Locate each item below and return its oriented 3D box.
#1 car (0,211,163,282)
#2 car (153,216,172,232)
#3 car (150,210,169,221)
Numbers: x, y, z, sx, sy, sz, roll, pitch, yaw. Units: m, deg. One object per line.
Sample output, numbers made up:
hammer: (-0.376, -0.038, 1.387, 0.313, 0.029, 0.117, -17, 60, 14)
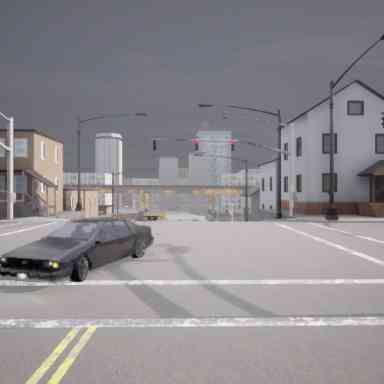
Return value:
car: (-3.011, 1.526, 10.116, 2.033, 1.411, 5.357, 0, 0, 20)
car: (-3.790, 4.235, 43.744, 2.128, 1.511, 4.902, 0, -13, -1)
car: (-3.680, 2.536, 33.521, 1.882, 1.535, 5.008, 0, -9, 1)
